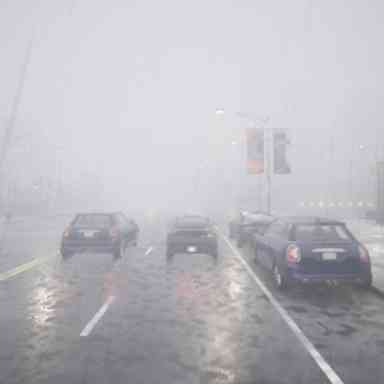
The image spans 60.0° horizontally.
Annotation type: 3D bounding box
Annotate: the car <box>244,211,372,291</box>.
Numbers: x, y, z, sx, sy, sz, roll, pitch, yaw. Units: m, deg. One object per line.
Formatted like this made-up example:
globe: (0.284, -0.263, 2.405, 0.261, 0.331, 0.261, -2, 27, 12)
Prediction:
car: (3.035, 1.461, 9.495, 2.185, 1.767, 4.553, 0, -1, 0)

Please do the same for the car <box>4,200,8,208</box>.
car: (-29.027, 1.789, 48.744, 2.185, 1.767, 4.553, 0, -1, 0)

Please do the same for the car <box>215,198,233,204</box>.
car: (9.576, 2.398, 94.742, 4.553, 1.767, 2.097, 1, -1, -40)

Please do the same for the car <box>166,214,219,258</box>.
car: (0.017, 1.657, 13.479, 1.837, 1.490, 4.892, 0, 0, 0)

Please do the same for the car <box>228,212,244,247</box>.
car: (2.892, 1.656, 15.919, 2.097, 1.535, 5.008, 0, -1, 0)

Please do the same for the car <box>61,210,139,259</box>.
car: (-3.482, 1.500, 13.403, 2.097, 1.767, 4.553, 0, -1, 0)
